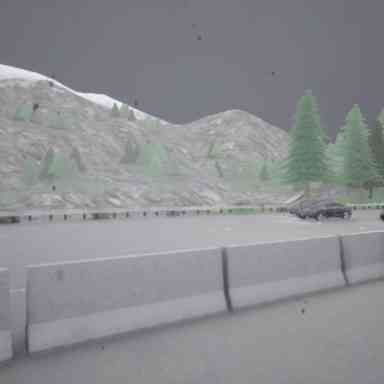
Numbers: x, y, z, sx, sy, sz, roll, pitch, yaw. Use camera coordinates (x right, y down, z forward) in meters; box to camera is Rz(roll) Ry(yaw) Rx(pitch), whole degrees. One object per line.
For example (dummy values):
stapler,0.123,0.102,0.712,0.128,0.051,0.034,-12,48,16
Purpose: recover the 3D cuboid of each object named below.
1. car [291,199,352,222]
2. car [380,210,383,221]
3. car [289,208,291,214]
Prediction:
car,10.520,1.475,26.371,4.892,1.490,1.837,0,0,-27
car,16.371,1.545,25.370,4.181,1.385,1.994,0,0,-26
car,11.189,1.468,30.631,4.892,1.490,1.837,0,0,-26
